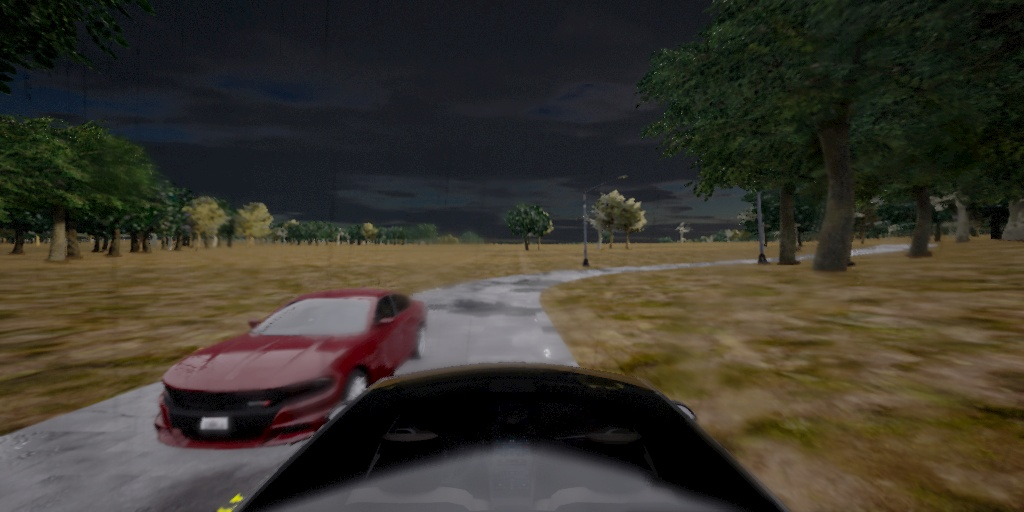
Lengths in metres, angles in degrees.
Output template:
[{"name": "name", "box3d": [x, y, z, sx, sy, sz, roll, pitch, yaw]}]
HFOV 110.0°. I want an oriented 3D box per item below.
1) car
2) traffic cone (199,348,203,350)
[{"name": "car", "box3d": [-2.722, 1.282, 5.764, 1.882, 1.535, 5.008, 0, -1, 0]}, {"name": "traffic cone", "box3d": [-4.950, 1.760, 5.703, 0.340, 0.580, 0.340, 0, 0, 0]}]
